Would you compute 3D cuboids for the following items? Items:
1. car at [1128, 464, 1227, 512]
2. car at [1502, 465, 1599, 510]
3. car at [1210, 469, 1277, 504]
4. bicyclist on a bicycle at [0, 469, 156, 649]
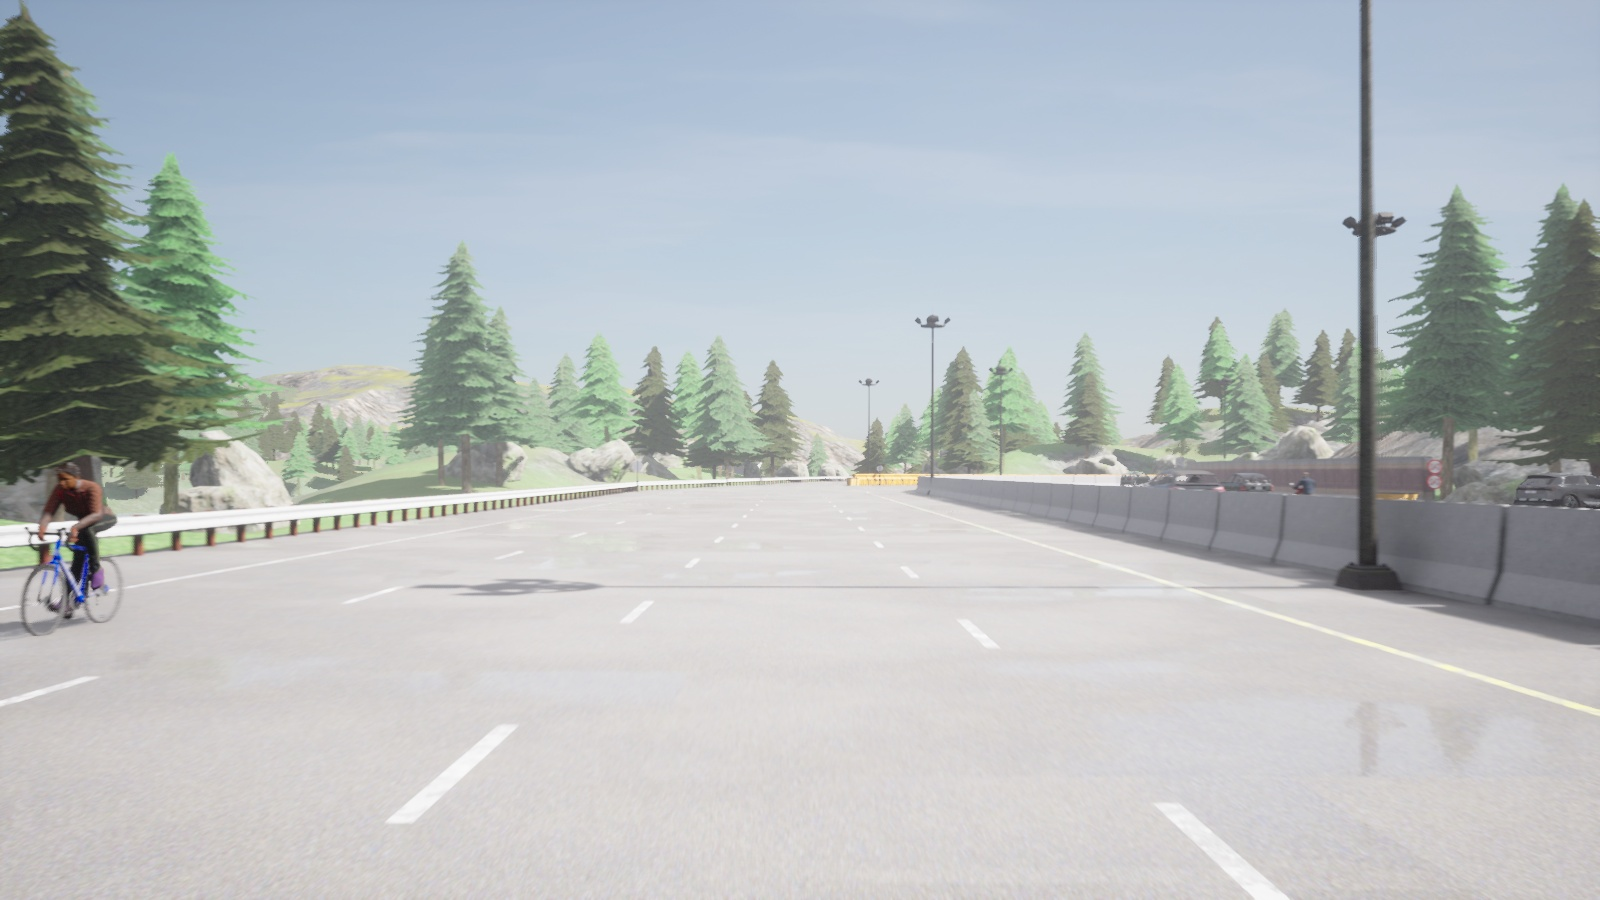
[{"bbox_3d":[13.860,1.378,46.365,2.242,1.667,4.611,0,-1,0],"label":"car"},{"bbox_3d":[29.645,1.429,48.175,4.856,1.649,2.033,0,-1,-20],"label":"car"},{"bbox_3d":[20.796,1.697,59.031,1.789,1.549,3.705,0,-1,0],"label":"car"},{"bbox_3d":[-6.998,1.000,12.224,0.582,1.620,1.656,0,0,1],"label":"bicyclist on a bicycle"}]
